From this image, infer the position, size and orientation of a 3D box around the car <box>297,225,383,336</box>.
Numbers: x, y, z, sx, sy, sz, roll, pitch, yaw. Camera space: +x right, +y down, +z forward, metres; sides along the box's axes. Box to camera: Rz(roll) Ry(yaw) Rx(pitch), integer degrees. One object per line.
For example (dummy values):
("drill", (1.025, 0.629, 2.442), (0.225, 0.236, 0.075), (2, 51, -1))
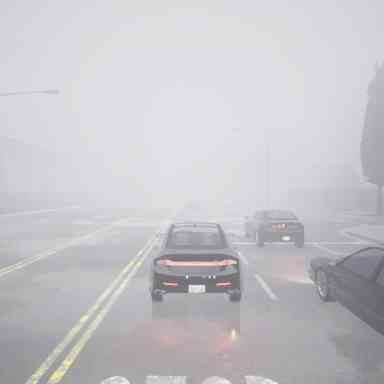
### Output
("car", (3.587, 1.547, 5.242), (2.033, 1.411, 5.357), (0, 0, 0))

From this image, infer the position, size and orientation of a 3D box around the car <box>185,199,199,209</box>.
("car", (-0.008, 1.601, 44.106), (1.895, 1.301, 4.718), (0, 0, 0))

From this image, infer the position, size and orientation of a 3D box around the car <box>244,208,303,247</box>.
("car", (3.562, 1.505, 14.989), (1.837, 1.490, 4.892), (0, 0, 0))

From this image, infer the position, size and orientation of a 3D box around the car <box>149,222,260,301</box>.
("car", (0.080, 1.492, 8.287), (2.128, 1.511, 4.902), (0, 0, 0))
